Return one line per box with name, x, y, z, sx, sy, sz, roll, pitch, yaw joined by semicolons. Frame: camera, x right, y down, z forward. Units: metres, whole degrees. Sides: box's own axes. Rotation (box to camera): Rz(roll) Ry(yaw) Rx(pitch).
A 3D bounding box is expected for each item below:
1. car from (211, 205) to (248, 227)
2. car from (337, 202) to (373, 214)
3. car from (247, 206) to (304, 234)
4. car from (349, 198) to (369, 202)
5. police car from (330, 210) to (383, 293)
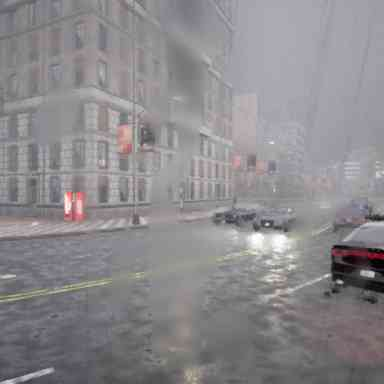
car;3.126;1.586;22.822;1.895;1.301;4.718;0;0;31
car;9.594;1.539;19.769;2.033;1.411;5.357;0;0;30
car;5.124;1.552;19.519;1.994;1.385;4.181;0;0;33
car;16.633;1.338;32.864;2.097;1.767;4.553;0;0;28
police car;5.288;1.422;8.451;1.930;1.638;5.238;0;0;44
